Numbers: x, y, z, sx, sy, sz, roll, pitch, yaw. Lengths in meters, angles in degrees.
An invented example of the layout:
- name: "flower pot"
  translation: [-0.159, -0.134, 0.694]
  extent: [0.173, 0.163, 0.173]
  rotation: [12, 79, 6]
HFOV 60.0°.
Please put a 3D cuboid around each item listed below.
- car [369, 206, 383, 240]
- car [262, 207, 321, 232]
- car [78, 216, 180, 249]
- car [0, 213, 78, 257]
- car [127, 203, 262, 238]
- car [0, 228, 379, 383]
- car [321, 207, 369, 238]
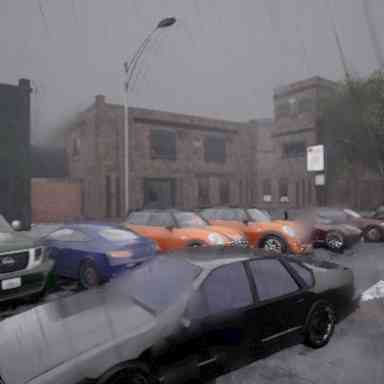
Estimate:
- name: "car"
  translation: [6.962, 1.429, 15.780]
  extent: [4.674, 1.452, 2.002]
  rotation: [-1, -1, 35]
- name: "car"
  translation: [2.030, 1.300, 12.341]
  extent: [4.553, 1.767, 2.185]
  rotation: [-1, -1, 35]
- name: "car"
  translation: [-2.854, 1.505, 8.861]
  extent: [4.674, 1.452, 2.002]
  rotation: [-1, 0, 35]
- name: "car"
  translation: [-5.288, 1.235, 7.142]
  extent: [5.566, 2.045, 2.435]
  rotation: [-1, -1, 35]
- name: "car"
  translation: [-0.425, 1.320, 10.614]
  extent: [4.553, 1.767, 2.185]
  rotation: [-1, -1, 35]
- name: "car"
  translation: [0.231, 1.528, 4.653]
  extent: [5.357, 1.411, 2.033]
  rotation: [0, 0, -35]
- name: "car"
  translation: [4.534, 1.436, 14.031]
  extent: [4.792, 1.488, 2.163]
  rotation: [-1, -1, 35]
